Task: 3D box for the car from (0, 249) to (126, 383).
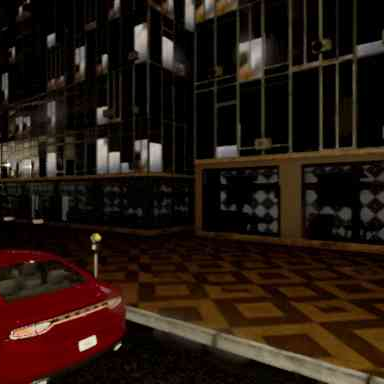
[{"bbox_3d":[-2.974,1.541,4.993,4.507,1.381,1.887,0,0,35],"label":"car"}]
